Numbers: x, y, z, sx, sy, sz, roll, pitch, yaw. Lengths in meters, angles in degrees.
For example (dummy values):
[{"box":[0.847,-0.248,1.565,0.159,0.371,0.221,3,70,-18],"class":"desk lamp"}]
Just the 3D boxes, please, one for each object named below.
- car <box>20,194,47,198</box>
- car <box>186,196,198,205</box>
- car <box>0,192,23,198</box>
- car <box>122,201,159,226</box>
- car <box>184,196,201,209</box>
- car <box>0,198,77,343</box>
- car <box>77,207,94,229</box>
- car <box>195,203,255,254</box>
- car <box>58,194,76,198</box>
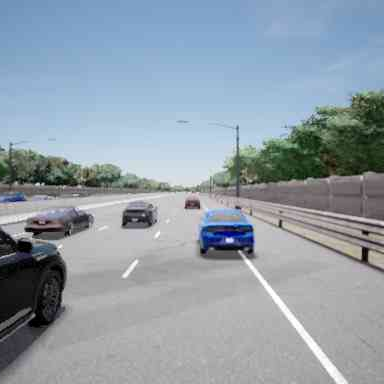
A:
[{"box":[-21.091,1.348,45.945,2.033,1.411,5.357,0,0,0],"class":"car"},{"box":[-0.007,1.308,52.721,1.812,1.442,4.674,0,0,0],"class":"car"},{"box":[-24.589,1.028,44.771,2.150,2.045,5.566,0,0,0],"class":"car"},{"box":[-3.403,1.392,22.229,1.837,1.490,4.892,0,0,0],"class":"car"},{"box":[0.076,1.289,42.005,1.882,1.535,5.008,0,0,0],"class":"car"},{"box":[-3.401,1.199,3.807,2.150,2.045,5.566,0,0,0],"class":"car"},{"box":[-6.897,1.455,17.863,2.033,1.411,5.357,0,0,0],"class":"car"},{"box":[1.223,1.408,13.250,1.882,1.535,5.008,0,0,0],"class":"car"},{"box":[-17.588,1.149,46.258,2.097,1.767,4.553,0,0,0],"class":"car"}]
